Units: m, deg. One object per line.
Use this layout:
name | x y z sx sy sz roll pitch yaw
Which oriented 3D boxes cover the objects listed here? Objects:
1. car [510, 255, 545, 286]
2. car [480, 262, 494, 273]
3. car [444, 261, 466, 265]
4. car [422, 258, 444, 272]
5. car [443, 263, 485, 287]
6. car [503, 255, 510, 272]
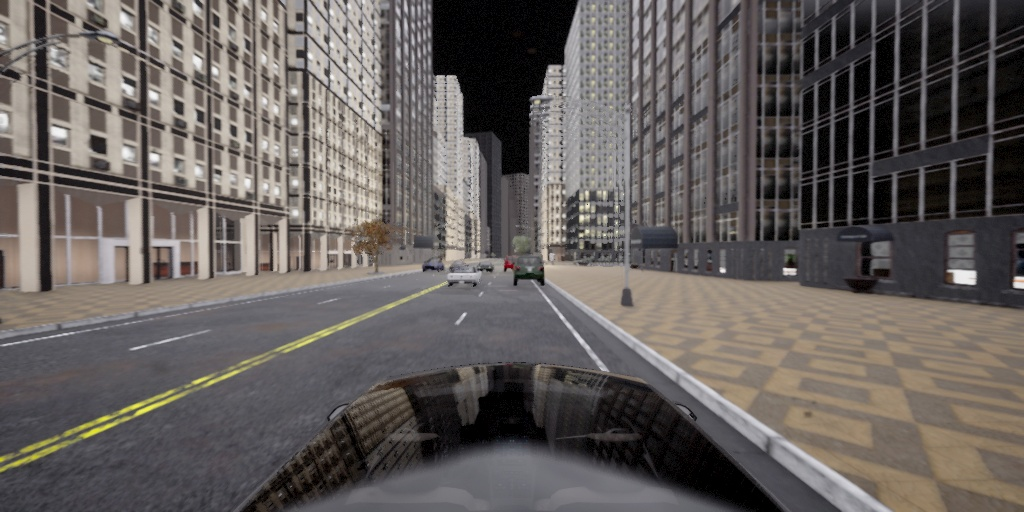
car | 1.146 0.975 25.788 2.150 2.045 5.566 0 0 0
car | -3.137 1.352 43.407 1.895 1.301 4.718 0 0 0
car | -6.551 1.299 44.328 2.033 1.411 5.357 0 0 1
car | -9.795 1.104 44.915 2.097 1.767 4.553 0 0 0
car | -3.145 1.351 24.584 1.895 1.301 4.718 0 0 0
car | 0.031 0.976 46.925 2.150 2.045 5.566 0 0 0
